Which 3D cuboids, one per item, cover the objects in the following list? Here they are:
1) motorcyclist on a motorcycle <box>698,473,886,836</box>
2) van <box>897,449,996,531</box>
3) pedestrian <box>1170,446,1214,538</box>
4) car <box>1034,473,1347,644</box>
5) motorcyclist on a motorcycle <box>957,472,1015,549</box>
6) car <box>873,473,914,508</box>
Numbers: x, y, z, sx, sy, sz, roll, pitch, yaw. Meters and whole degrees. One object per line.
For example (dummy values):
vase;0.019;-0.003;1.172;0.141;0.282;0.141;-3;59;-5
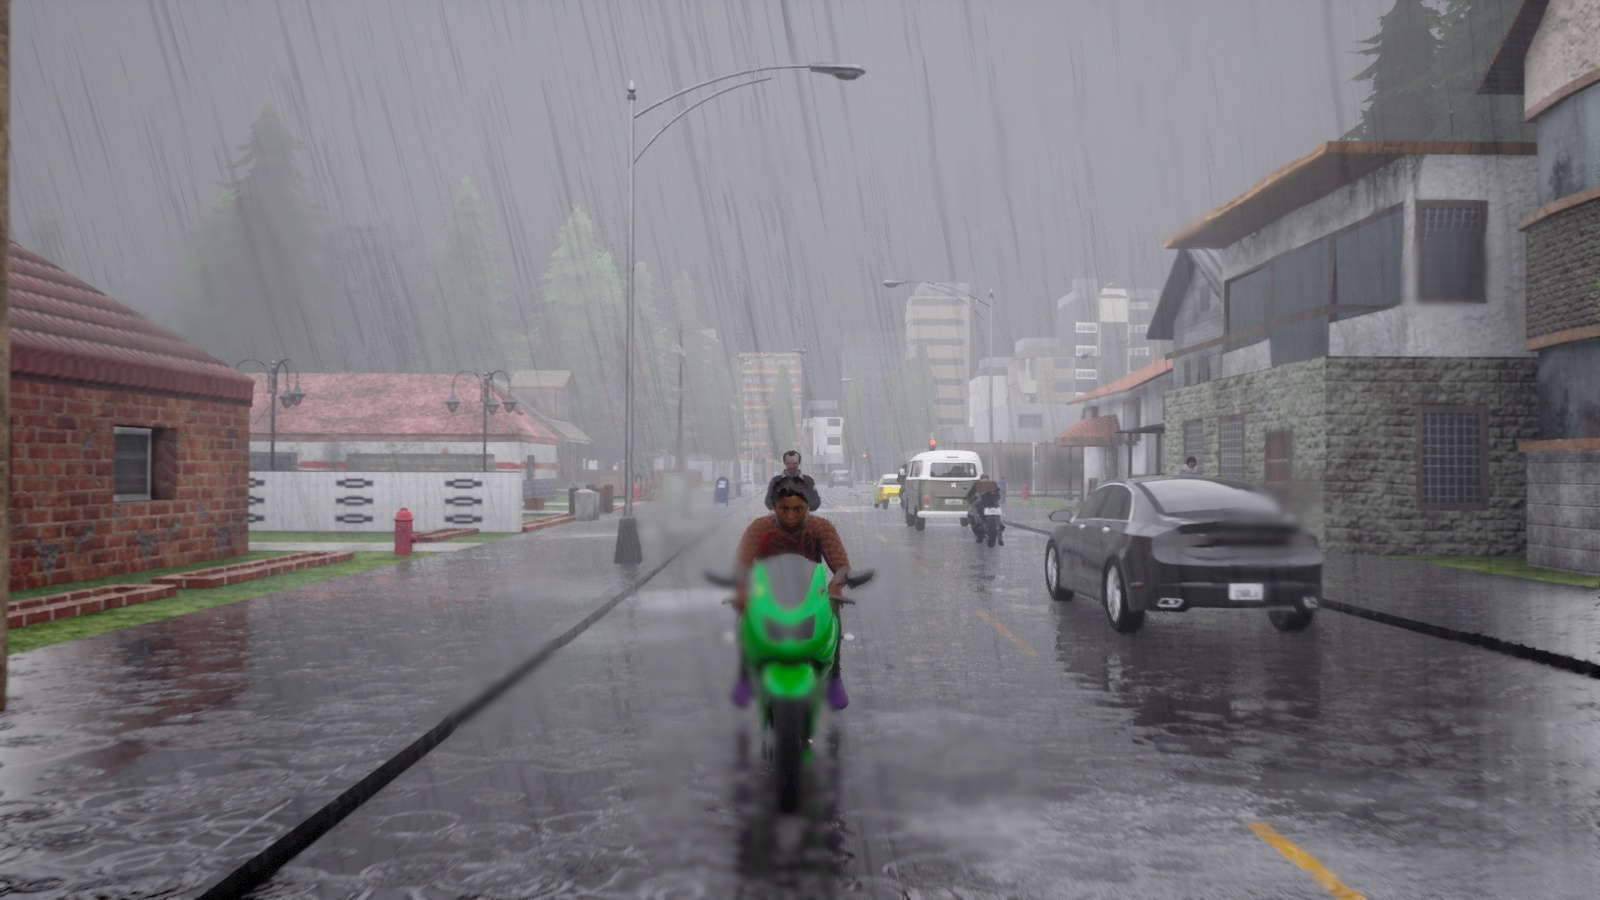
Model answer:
motorcyclist on a motorcycle;-0.040;0.890;6.372;0.797;1.523;2.044;0;-1;0
van;3.817;1.025;33.412;2.069;2.038;4.480;0;-1;0
pedestrian;8.481;0.899;27.222;0.659;1.952;0.873;0;-1;0
car;3.922;1.007;13.601;1.837;1.490;4.892;0;-1;0
motorcyclist on a motorcycle;3.856;1.228;26.193;0.866;1.530;2.191;0;-1;0
car;3.736;1.613;50.369;1.481;1.376;2.207;0;-1;0
